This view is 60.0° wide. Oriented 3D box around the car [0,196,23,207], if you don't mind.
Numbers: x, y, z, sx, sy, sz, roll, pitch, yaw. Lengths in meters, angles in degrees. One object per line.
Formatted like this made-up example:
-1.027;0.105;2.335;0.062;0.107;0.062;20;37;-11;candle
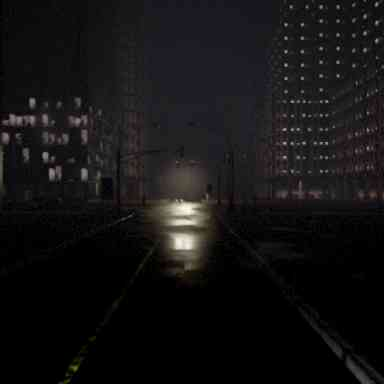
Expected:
-24.874;1.177;43.548;4.403;1.369;2.008;0;0;-1;car

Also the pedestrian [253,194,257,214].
5.641;1.047;29.990;0.375;1.860;0.375;0;0;0;pedestrian

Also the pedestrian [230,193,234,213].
3.641;0.955;30.591;0.375;1.860;0.375;0;0;0;pedestrian

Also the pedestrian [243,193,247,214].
4.640;0.993;29.390;0.375;1.860;0.375;0;0;0;pedestrian

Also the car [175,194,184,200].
-2.984;1.075;78.189;1.994;1.385;4.181;0;0;0;car

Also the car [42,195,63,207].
-19.197;1.099;43.670;4.097;1.590;1.967;0;0;-1;car

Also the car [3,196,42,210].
-18.888;1.206;35.034;4.829;1.417;1.752;0;0;-1;car

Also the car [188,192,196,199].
0.018;1.059;86.319;1.895;1.301;4.718;0;0;0;car
